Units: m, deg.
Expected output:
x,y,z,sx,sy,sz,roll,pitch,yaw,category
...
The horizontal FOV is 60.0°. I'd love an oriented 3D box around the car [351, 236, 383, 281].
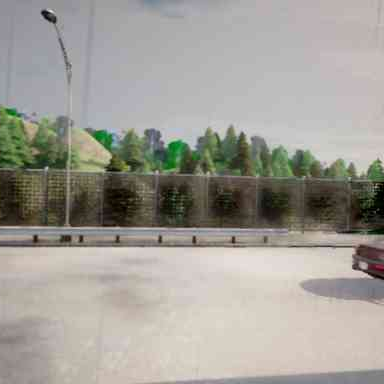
x,y,z,sx,sy,sz,roll,pitch,yaw,category
6.549,1.721,8.641,4.674,1.442,1.812,2,0,-8,car
